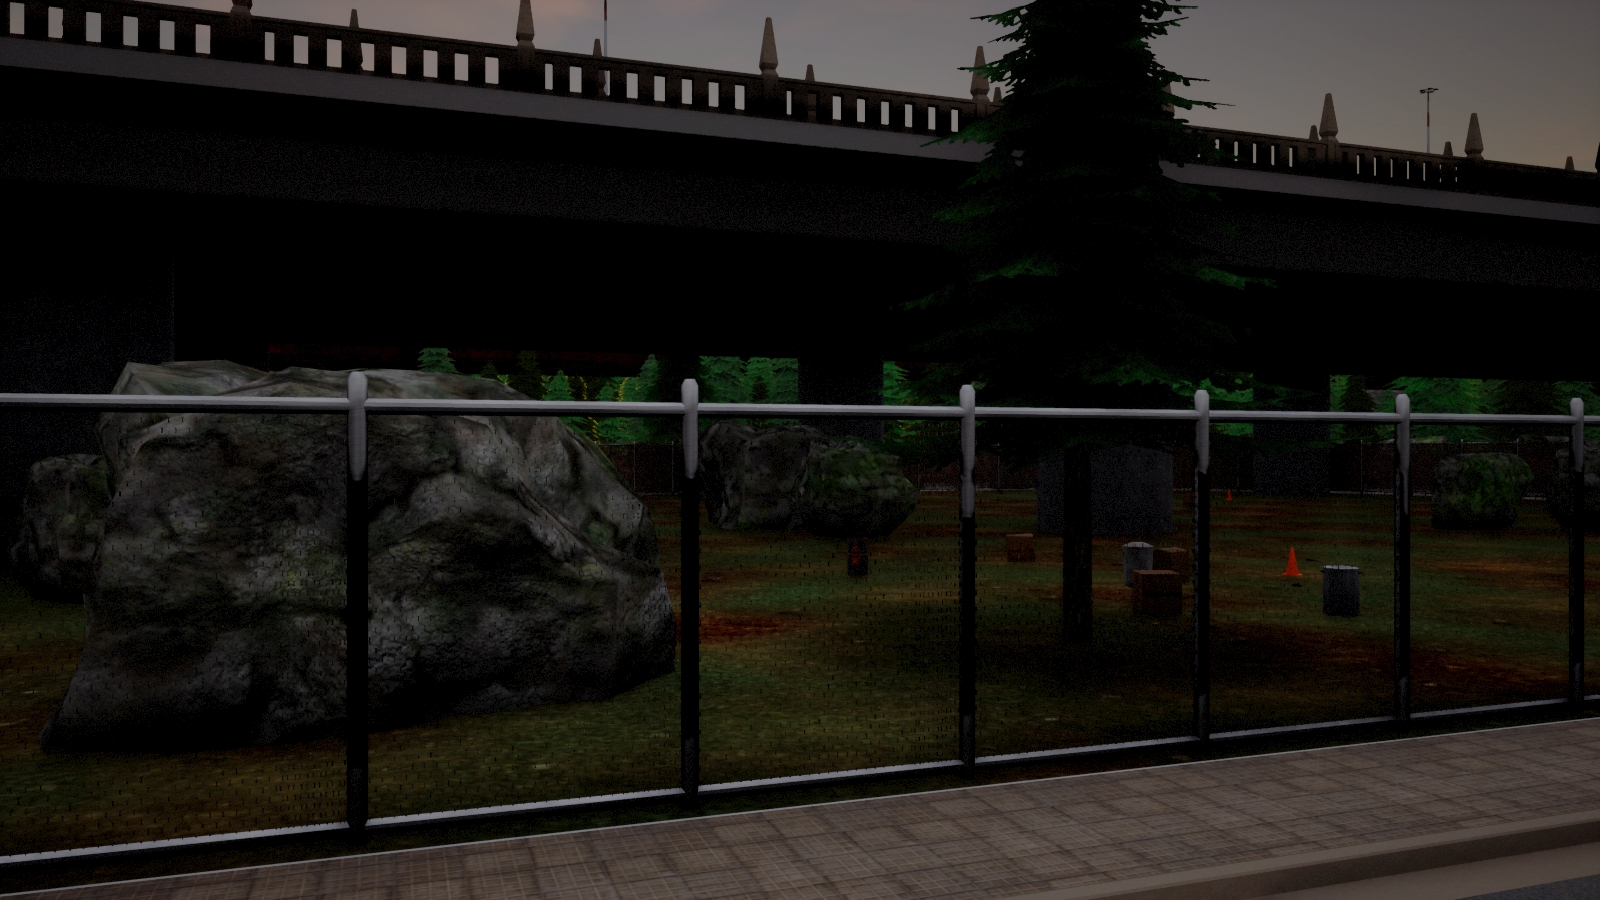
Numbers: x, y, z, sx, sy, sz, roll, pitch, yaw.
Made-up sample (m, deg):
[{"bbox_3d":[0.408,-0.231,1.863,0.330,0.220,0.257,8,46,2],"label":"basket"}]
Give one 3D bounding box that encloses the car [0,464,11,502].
[{"bbox_3d":[-43.633,1.779,60.094,2.150,2.045,5.566,0,0,-19],"label":"car"}]
